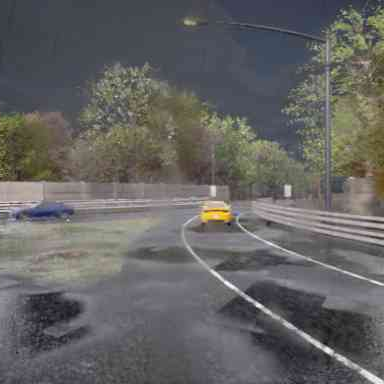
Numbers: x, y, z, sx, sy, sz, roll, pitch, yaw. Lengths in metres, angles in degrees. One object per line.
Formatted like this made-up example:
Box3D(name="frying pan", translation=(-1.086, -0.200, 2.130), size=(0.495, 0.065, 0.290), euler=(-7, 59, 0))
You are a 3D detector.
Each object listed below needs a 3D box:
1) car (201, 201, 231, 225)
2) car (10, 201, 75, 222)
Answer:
Box3D(name="car", translation=(1.656, 1.384, 23.256), size=(1.882, 1.535, 5.008), euler=(0, 0, 4))
Box3D(name="car", translation=(-11.689, 1.466, 26.241), size=(4.674, 1.442, 1.812), euler=(0, 0, -34))
